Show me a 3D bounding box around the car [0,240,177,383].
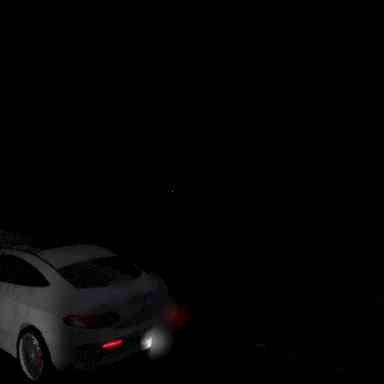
[{"bbox_3d":[-2.344,1.513,5.303,4.674,1.442,1.812,0,0,37],"label":"car"}]
